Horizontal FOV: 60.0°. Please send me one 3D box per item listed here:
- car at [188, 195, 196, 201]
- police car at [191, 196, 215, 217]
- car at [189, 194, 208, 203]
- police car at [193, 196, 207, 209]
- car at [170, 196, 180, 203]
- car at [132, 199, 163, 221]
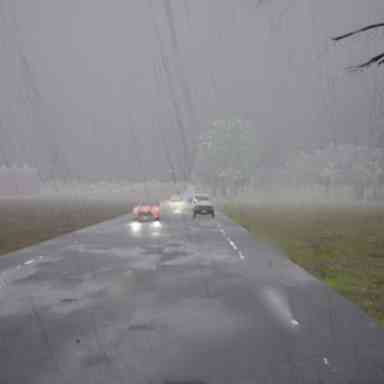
[{"bbox_3d":[0.052,1.529,83.952,1.895,1.301,4.718,0,0,0],"label":"car"},{"bbox_3d":[1.070,1.460,31.330,1.930,1.638,5.238,0,0,0],"label":"police car"},{"bbox_3d":[1.076,1.262,41.251,2.150,2.045,5.566,0,0,0],"label":"car"},{"bbox_3d":[1.080,1.463,47.333,1.930,1.638,5.238,0,0,0],"label":"police car"},{"bbox_3d":[-3.458,1.494,68.502,1.882,1.535,5.008,0,0,0],"label":"car"},{"bbox_3d":[-3.578,1.385,27.606,2.097,1.767,4.553,0,0,0],"label":"car"}]
